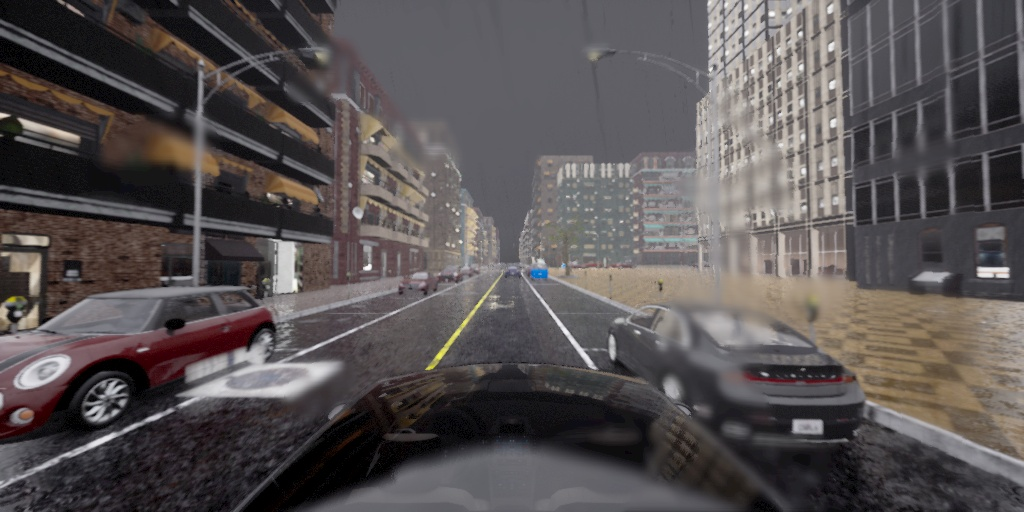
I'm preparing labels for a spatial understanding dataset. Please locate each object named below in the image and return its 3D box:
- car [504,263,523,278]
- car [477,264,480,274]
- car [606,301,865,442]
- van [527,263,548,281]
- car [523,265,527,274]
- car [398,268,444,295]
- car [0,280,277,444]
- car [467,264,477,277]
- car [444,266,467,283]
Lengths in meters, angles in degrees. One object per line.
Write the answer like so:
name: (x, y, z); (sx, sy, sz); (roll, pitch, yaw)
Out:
car: (0.104, 1.847, 43.023); (1.812, 1.442, 4.674); (0, -1, 0)
car: (-5.814, 1.904, 53.338); (1.967, 1.591, 4.097); (0, 0, 0)
car: (2.692, 1.352, 5.448); (2.007, 1.370, 4.403); (0, 0, 0)
van: (2.722, 1.574, 36.683); (1.690, 1.789, 3.998); (0, 0, 0)
car: (2.780, 1.896, 45.143); (1.888, 1.381, 4.507); (0, 0, 0)
car: (-5.687, 1.615, 22.158); (1.802, 1.307, 4.207); (0, 0, 0)
car: (-5.689, 1.242, 5.450); (1.967, 1.591, 4.097); (0, 0, 0)
car: (-5.764, 1.923, 44.434); (1.802, 1.307, 4.207); (0, 0, 0)
car: (-5.691, 1.626, 33.296); (1.967, 1.591, 4.097); (0, 0, 0)
